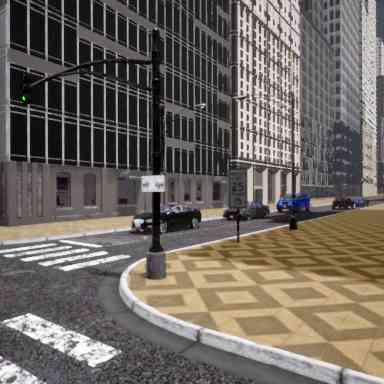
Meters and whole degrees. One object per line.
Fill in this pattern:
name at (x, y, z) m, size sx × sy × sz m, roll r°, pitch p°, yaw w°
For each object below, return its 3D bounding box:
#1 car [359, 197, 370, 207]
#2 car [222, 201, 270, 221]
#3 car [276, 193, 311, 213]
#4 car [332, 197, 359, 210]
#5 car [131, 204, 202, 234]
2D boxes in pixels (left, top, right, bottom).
car at (24.636, 1.368, 48.745) m, size 2.033 × 1.411 × 5.357 m, roll 0°, pitch 0°, yaw 37°
car at (4.570, 1.471, 27.120) m, size 2.033 × 1.411 × 5.357 m, roll 0°, pitch 0°, yaw 37°
car at (10.986, 1.112, 35.670) m, size 2.150 × 2.045 × 5.566 m, roll 0°, pitch 0°, yaw 37°
car at (18.423, 1.358, 40.377) m, size 1.837 × 1.490 × 4.892 m, roll 0°, pitch 0°, yaw 37°
car at (-1.349, 1.446, 19.218) m, size 2.128 × 1.511 × 4.902 m, roll 0°, pitch 0°, yaw 37°
